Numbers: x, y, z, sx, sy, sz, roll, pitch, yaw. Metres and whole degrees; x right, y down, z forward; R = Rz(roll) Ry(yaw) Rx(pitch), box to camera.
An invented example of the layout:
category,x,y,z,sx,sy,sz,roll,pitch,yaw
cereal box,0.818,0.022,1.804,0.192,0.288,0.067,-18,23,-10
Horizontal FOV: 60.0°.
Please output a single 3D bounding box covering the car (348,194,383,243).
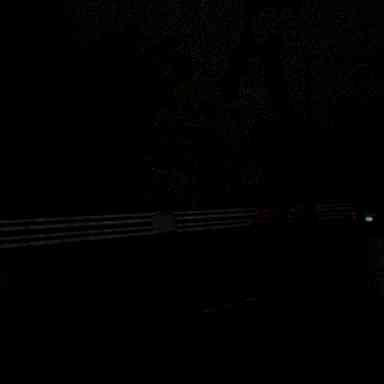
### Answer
category,x,y,z,sx,sy,sz,roll,pitch,yaw
car,8.995,1.107,14.238,5.566,2.045,2.150,0,0,-34
